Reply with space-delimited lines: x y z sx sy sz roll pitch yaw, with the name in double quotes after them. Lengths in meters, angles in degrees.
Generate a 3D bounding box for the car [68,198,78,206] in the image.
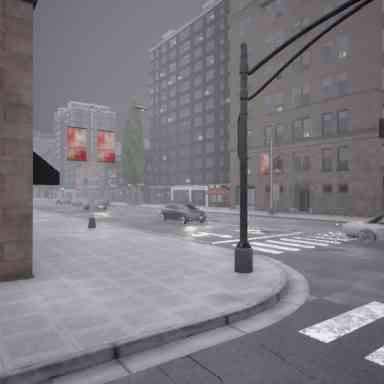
-19.046 1.782 56.618 1.994 1.385 4.181 0 0 -36 "car"

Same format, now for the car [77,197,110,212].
-11.988 1.641 40.897 2.128 1.511 4.902 0 0 -35 "car"

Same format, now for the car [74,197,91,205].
-21.871 1.759 66.122 1.837 1.490 4.892 0 0 -36 "car"

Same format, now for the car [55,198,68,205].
-25.246 1.803 65.242 2.033 1.411 5.357 0 0 -36 "car"

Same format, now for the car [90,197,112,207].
-15.932 1.713 57.846 2.128 1.511 4.902 0 0 -36 "car"

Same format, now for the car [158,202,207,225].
-0.796 1.580 25.282 1.837 1.490 4.892 0 0 -36 "car"

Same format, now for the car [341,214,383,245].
9.117 1.620 14.304 4.718 1.301 1.895 0 0 33 "car"
